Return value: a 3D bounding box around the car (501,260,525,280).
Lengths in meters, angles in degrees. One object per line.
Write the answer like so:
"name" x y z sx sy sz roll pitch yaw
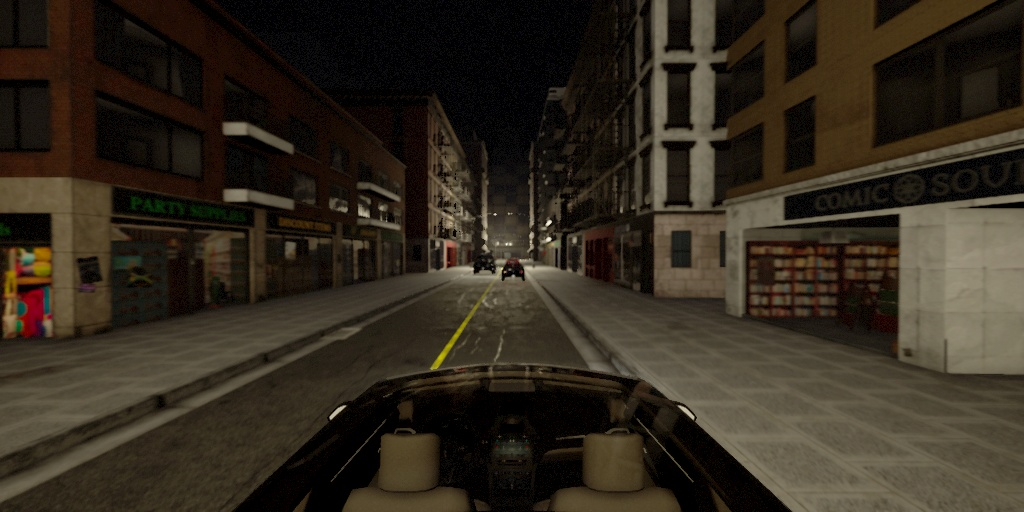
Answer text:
"car" 0.104 1.251 29.778 1.895 1.301 4.718 0 0 0

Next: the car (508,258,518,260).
"car" 0.105 1.058 48.782 1.882 1.535 5.008 0 0 0

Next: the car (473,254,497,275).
"car" -2.783 0.845 37.679 2.150 2.045 5.566 0 0 1
